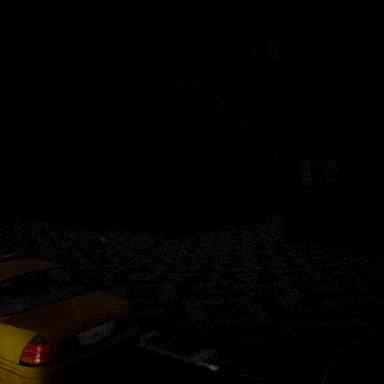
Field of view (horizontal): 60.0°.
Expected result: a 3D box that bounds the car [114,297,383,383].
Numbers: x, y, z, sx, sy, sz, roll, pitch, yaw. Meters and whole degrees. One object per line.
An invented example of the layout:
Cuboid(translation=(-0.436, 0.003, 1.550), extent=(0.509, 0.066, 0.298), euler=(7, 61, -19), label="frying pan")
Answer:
Cuboid(translation=(1.773, 1.435, 1.695), extent=(4.097, 1.590, 1.967), euler=(-1, 0, 36), label="car")

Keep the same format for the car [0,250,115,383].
Cuboid(translation=(-2.949, 1.579, 5.070), extent=(4.829, 1.417, 1.752), euler=(-1, 0, 36), label="car")
